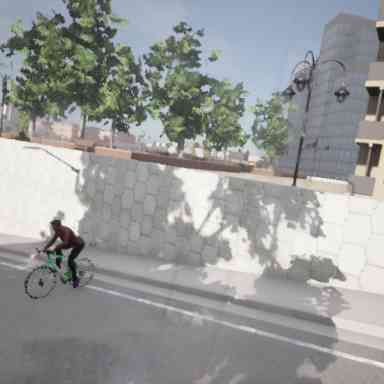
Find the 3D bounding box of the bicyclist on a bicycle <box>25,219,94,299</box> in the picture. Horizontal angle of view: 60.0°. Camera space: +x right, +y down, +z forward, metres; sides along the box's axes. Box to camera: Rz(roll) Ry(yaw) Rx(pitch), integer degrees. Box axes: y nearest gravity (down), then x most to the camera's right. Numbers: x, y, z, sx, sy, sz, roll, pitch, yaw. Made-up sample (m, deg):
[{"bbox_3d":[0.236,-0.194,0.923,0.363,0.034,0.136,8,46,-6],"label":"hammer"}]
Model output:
[{"bbox_3d":[-2.825,1.400,7.257,0.582,1.620,1.656,2,1,37],"label":"bicyclist on a bicycle"}]
